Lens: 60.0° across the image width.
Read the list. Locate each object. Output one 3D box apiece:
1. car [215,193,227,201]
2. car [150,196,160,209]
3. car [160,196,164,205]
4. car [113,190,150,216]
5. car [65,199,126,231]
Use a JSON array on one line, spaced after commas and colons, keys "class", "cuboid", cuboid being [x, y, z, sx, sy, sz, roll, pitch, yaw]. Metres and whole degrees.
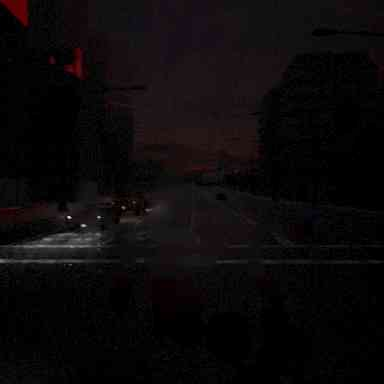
[{"class": "car", "cuboid": [5.542, 0.891, 63.383, 1.994, 1.385, 4.181, 0, 1, 0]}, {"class": "car", "cuboid": [-5.146, 1.171, 37.845, 1.994, 1.385, 4.181, 0, 0, 1]}, {"class": "car", "cuboid": [-5.111, 1.198, 47.738, 1.895, 1.301, 4.718, 0, 0, 1]}, {"class": "car", "cuboid": [-5.210, 0.840, 27.934, 2.150, 2.045, 5.566, 0, 0, 0]}, {"class": "car", "cuboid": [-5.222, 1.289, 18.239, 1.895, 1.301, 4.718, 0, 1, 0]}]
